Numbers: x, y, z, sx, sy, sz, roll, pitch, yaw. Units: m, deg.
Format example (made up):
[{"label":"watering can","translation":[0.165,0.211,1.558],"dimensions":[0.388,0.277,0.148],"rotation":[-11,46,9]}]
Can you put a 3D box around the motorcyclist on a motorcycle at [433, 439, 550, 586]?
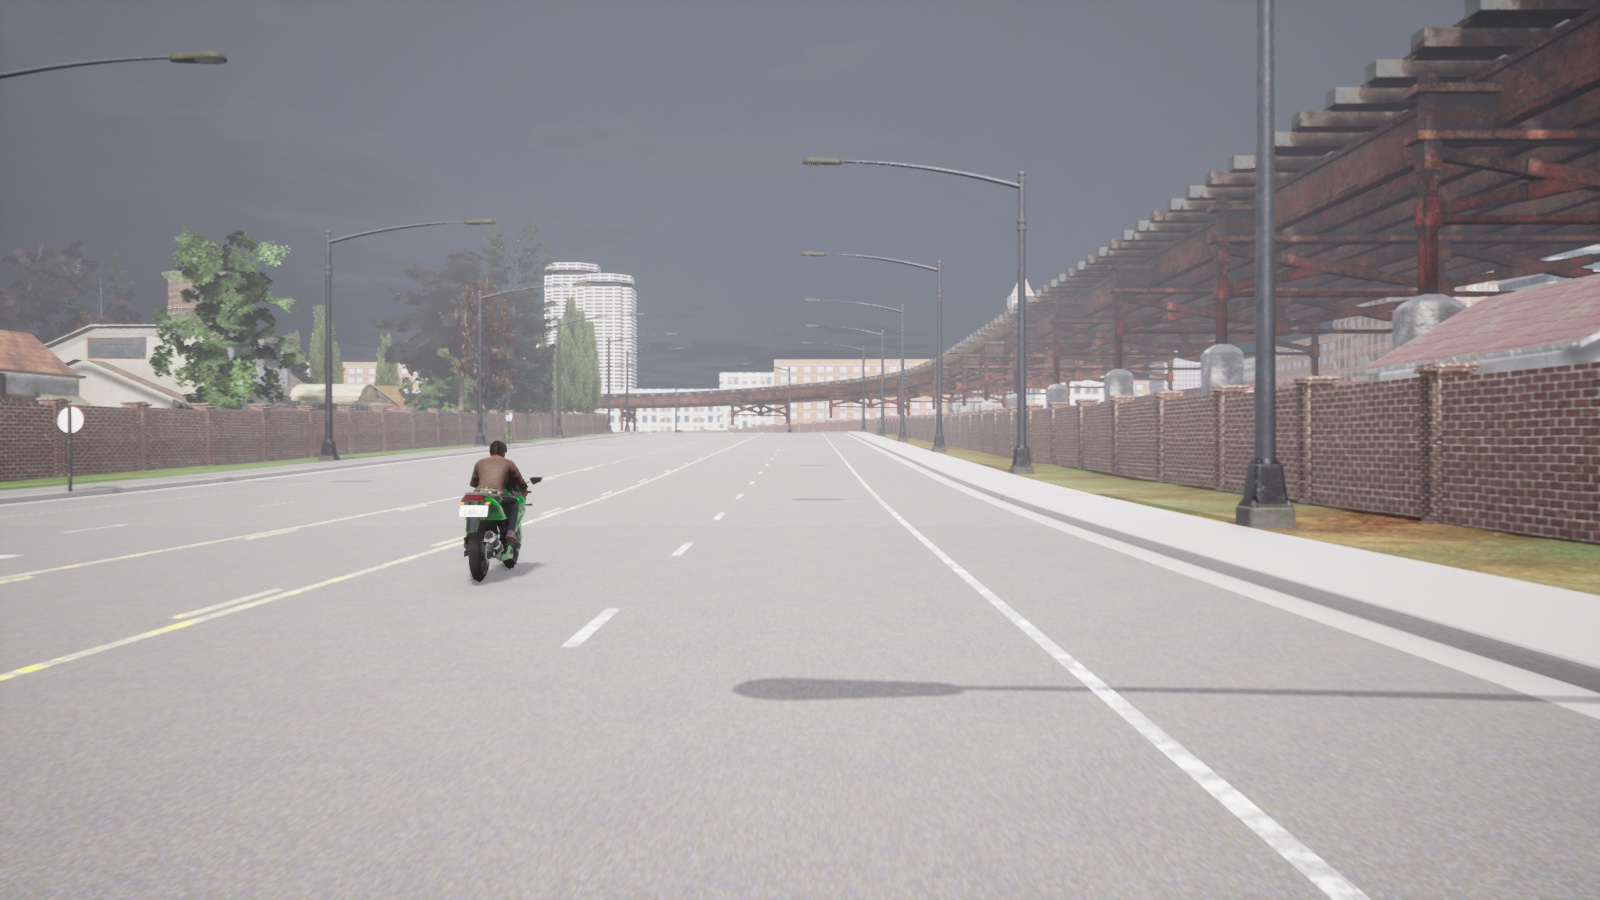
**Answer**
[{"label":"motorcyclist on a motorcycle","translation":[-3.403,0.647,14.058],"dimensions":[0.797,1.523,2.044],"rotation":[0,0,0]}]
